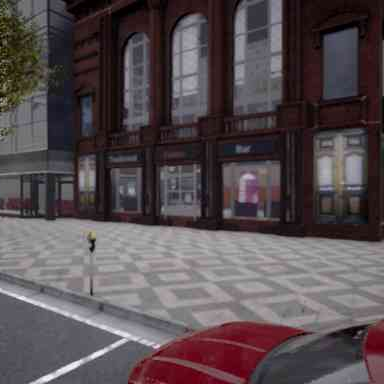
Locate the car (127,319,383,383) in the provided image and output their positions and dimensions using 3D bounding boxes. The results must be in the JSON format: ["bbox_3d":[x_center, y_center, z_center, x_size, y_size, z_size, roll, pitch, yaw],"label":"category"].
[{"bbox_3d":[1.508,1.545,2.004,4.507,1.381,1.887,0,0,35],"label":"car"}]
